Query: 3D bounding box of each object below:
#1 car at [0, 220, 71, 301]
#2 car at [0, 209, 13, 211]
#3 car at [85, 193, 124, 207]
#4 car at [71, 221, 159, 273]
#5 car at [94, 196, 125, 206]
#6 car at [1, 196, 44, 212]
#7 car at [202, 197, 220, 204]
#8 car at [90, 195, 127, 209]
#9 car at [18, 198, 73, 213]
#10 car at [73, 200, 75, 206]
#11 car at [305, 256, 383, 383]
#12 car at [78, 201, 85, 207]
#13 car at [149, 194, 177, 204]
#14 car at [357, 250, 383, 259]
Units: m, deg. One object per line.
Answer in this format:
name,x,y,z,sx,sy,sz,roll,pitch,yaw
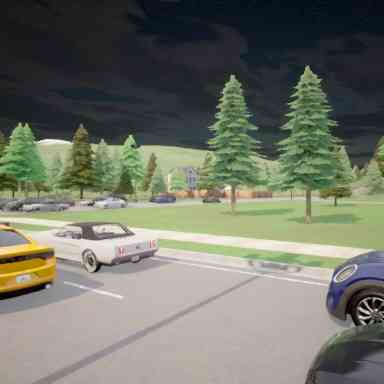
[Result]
car,-5.193,1.477,7.687,5.008,1.535,1.882,0,0,35
car,-10.813,1.600,15.988,4.718,1.301,1.895,0,0,35
car,-12.137,1.219,48.384,2.150,2.045,5.566,0,0,37
car,-3.410,1.600,10.716,4.718,1.301,1.895,0,0,35
car,-14.190,1.489,57.429,2.128,1.511,4.902,0,0,36
car,-19.152,1.350,38.784,2.097,1.767,4.553,0,0,36
car,3.647,1.563,63.960,1.994,1.385,4.181,0,0,37
car,-10.792,1.525,44.289,1.812,1.442,4.674,0,0,36
car,-16.175,1.599,36.924,1.895,1.301,4.718,0,0,36
car,-19.697,1.562,49.906,1.994,1.385,4.181,0,0,36
car,3.122,1.505,1.747,4.892,1.490,1.837,0,0,35
car,-14.862,1.599,50.591,1.895,1.301,4.718,0,0,36
car,-5.785,1.545,62.955,2.033,1.411,5.357,0,0,37
car,4.520,1.352,5.052,4.553,1.767,2.097,0,0,36
